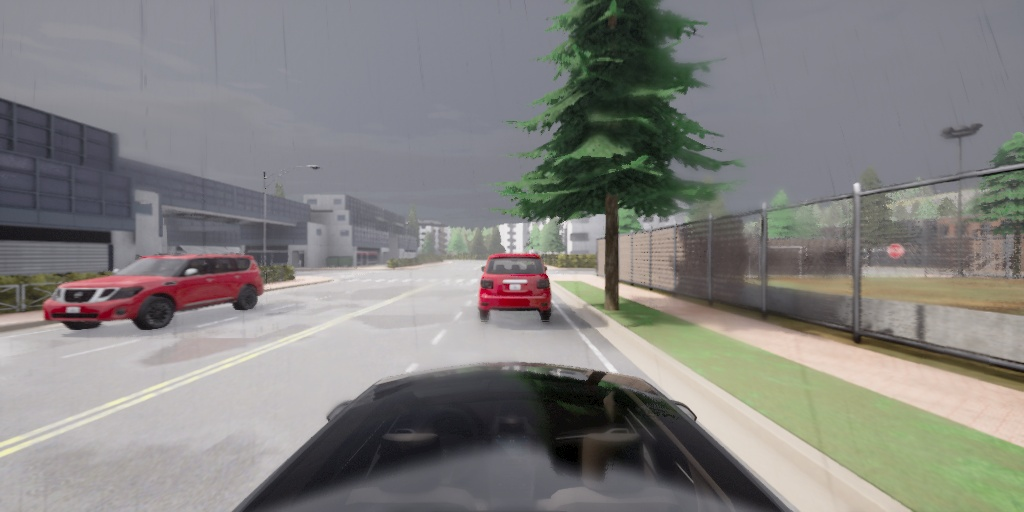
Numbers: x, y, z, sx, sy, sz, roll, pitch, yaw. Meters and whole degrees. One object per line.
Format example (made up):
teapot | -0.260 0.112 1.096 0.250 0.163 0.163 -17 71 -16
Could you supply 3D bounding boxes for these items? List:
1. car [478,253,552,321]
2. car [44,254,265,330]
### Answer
car | 0.089 0.933 12.421 2.150 2.045 5.566 0 0 0
car | -10.515 0.943 11.359 2.150 2.045 5.566 0 0 0
